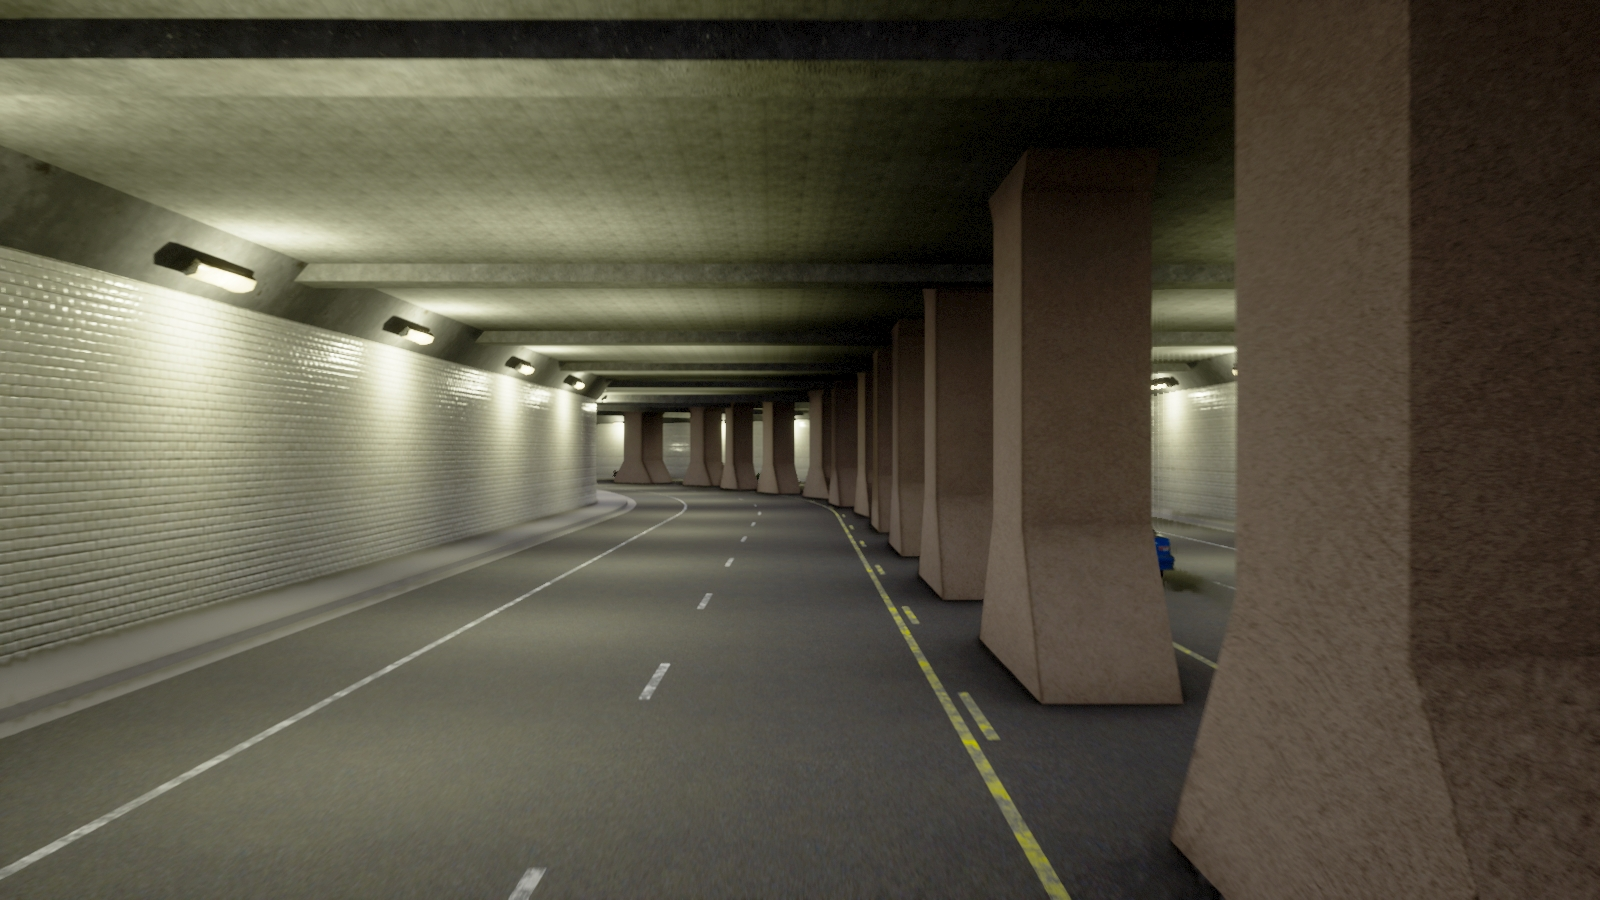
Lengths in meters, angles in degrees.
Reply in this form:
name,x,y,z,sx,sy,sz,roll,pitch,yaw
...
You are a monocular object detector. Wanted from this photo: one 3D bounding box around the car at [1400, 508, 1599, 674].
name,x,y,z,sx,sy,sz,roll,pitch,yaw
car,10.495,1.857,16.226,1.905,1.878,3.866,0,0,0
